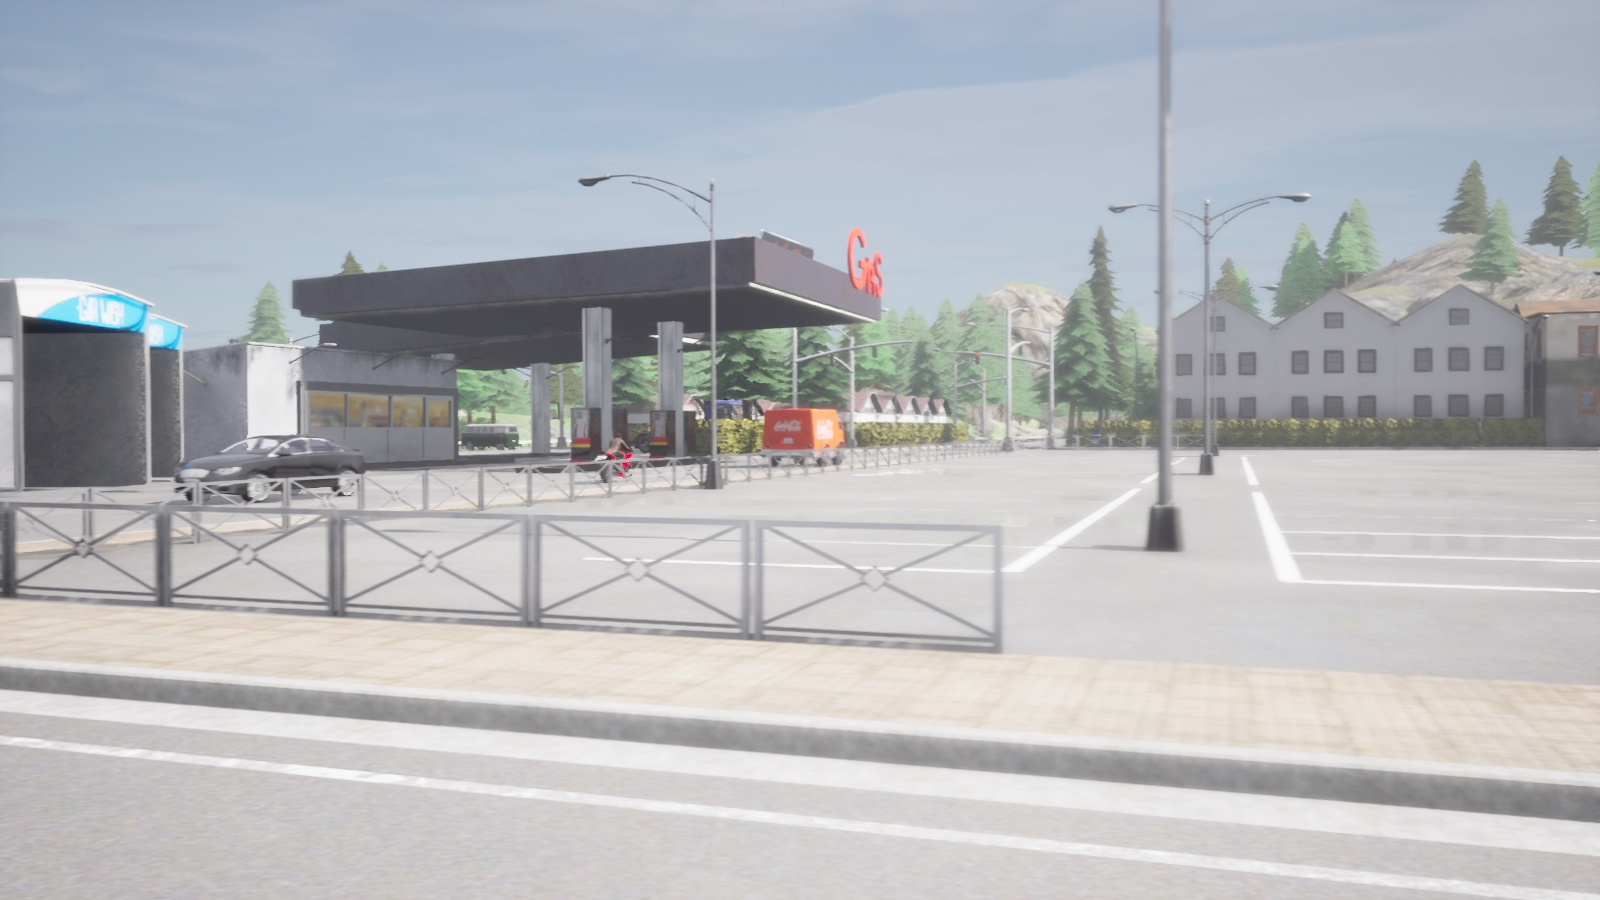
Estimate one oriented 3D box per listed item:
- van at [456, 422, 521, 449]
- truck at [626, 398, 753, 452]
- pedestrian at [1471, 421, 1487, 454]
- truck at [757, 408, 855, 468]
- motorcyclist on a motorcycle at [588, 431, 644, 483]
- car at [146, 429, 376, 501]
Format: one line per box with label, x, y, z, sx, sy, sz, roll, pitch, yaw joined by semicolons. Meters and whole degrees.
van;-23.190;-1.109;93.432;4.442;1.987;1.775;1;1;19
truck;-7.422;-1.656;84.187;7.936;3.462;2.891;0;2;19
pedestrian;40.223;-0.749;74.385;0.788;1.949;0.423;1;1;20
truck;0.328;-0.526;54.183;2.627;2.467;5.204;1;1;20
motorcyclist on a motorcycle;-5.518;0.185;37.692;0.797;1.523;2.044;1;1;19
car;-12.286;0.272;29.067;2.128;1.511;4.902;1;1;19
